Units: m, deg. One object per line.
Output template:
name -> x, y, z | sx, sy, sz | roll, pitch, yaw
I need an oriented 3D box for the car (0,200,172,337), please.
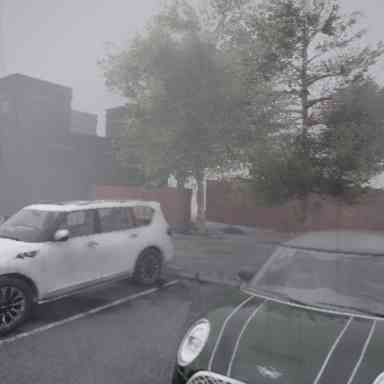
car -> -2.735, 1.224, 7.200 | 2.435, 2.045, 5.566 | 0, 0, 36
